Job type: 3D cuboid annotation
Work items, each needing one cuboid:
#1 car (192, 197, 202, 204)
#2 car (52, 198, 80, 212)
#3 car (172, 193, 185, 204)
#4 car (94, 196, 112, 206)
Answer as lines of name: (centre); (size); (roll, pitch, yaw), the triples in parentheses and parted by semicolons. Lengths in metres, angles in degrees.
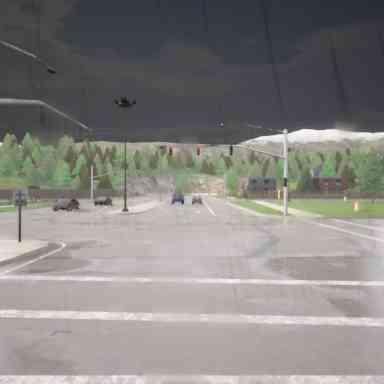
car: (0.940, 1.545, 62.296); (2.033, 1.411, 5.357); (0, 0, 1)
car: (-14.603, 1.502, 38.874); (1.837, 1.490, 4.892); (0, 0, 1)
car: (-2.556, 1.217, 62.505); (2.150, 2.045, 5.566); (0, 0, 1)
car: (-14.358, 1.476, 53.775); (1.882, 1.535, 5.008); (0, 0, 1)
